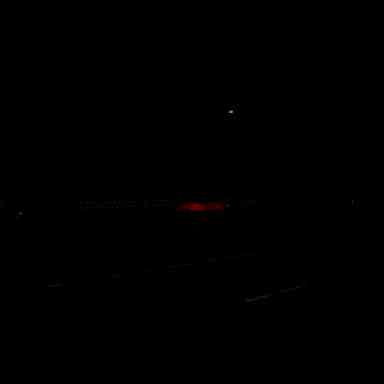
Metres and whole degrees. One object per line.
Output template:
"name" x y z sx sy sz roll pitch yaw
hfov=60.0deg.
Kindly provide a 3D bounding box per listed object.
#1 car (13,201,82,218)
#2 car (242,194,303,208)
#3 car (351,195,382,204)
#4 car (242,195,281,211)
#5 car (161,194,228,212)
"car" -11.224 1.465 26.079 5.008 1.535 1.882 0 0 -35
"car" 6.295 1.173 25.664 5.566 2.045 2.150 0 0 -36
"car" 21.318 1.264 40.598 4.553 1.767 2.097 0 0 -35
"car" 8.376 1.281 40.034 4.553 1.767 2.097 0 0 -35
"car" 0.324 1.185 25.718 5.566 2.045 2.150 0 0 -35
